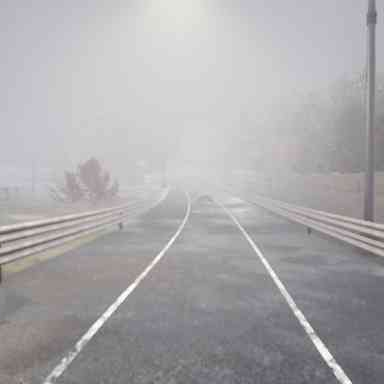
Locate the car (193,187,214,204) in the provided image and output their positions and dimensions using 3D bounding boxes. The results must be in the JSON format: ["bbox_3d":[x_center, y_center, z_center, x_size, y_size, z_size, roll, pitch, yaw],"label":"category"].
[{"bbox_3d":[1.446,0.536,39.140,1.812,1.442,4.674,0,4,-1],"label":"car"}]
